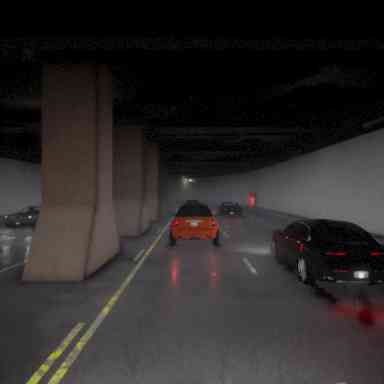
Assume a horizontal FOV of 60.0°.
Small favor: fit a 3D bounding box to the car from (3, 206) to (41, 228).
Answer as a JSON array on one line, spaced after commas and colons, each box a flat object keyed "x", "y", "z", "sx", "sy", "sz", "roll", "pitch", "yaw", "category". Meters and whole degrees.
[{"x": -10.603, "y": 1.604, "z": 22.451, "sx": 1.895, "sy": 1.301, "sz": 4.718, "roll": 0, "pitch": 0, "yaw": 0, "category": "car"}]

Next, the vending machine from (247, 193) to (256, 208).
[{"x": 8.586, "y": 1.201, "z": 48.323, "sx": 1.100, "sy": 2.100, "sz": 0.880, "roll": 0, "pitch": 0, "yaw": -7, "category": "vending machine"}]

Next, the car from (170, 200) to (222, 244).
[{"x": 0.098, "y": 1.354, "z": 16.008, "sx": 2.097, "sy": 1.767, "sz": 4.553, "roll": 0, "pitch": 0, "yaw": 0, "category": "car"}]

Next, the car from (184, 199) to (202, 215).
[{"x": 0.037, "y": 1.530, "z": 34.735, "sx": 1.812, "sy": 1.442, "sz": 4.674, "roll": 0, "pitch": 0, "yaw": -1, "category": "car"}]

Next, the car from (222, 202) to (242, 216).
[{"x": 3.594, "y": 1.605, "z": 32.186, "sx": 1.895, "sy": 1.301, "sz": 4.718, "roll": 0, "pitch": 0, "yaw": 0, "category": "car"}]

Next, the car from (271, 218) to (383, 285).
[{"x": 3.599, "y": 1.506, "z": 9.496, "sx": 1.837, "sy": 1.490, "sz": 4.892, "roll": 0, "pitch": 0, "yaw": 0, "category": "car"}]
